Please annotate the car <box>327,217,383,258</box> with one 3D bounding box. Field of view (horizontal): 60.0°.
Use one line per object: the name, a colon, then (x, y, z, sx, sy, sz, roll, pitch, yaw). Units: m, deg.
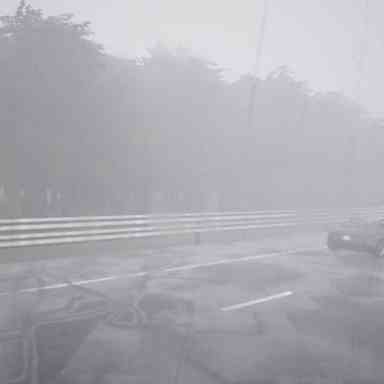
car: (7.311, 1.694, 13.350, 4.181, 1.385, 1.994, 1, -1, -35)
